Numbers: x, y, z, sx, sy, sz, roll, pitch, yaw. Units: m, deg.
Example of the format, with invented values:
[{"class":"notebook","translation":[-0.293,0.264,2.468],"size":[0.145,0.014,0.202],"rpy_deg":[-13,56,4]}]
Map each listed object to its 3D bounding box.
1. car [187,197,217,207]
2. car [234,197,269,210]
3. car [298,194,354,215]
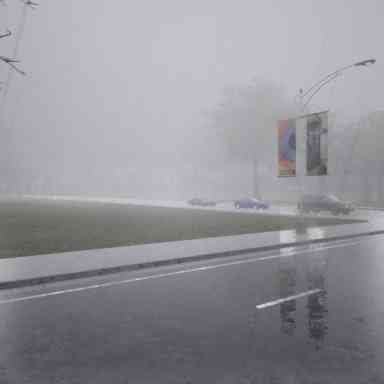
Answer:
[{"class":"car","translation":[1.423,1.479,50.554],"size":[2.033,1.411,5.357],"rpy_deg":[0,0,-36]},{"class":"car","translation":[7.503,1.440,42.205],"size":[1.882,1.535,5.008],"rpy_deg":[0,0,-36]},{"class":"car","translation":[13.511,1.220,33.968],"size":[2.150,2.045,5.566],"rpy_deg":[0,0,-36]}]
